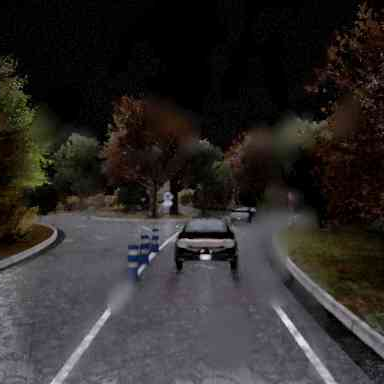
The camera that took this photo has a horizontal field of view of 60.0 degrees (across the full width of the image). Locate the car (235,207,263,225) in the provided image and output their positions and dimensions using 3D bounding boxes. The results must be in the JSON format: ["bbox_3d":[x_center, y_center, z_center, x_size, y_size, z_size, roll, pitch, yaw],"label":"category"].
[{"bbox_3d":[5.016,2.069,29.928,2.128,1.511,4.902,-1,-2,27],"label":"car"}]

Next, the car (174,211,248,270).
[{"bbox_3d":[0.519,1.584,11.332,2.128,1.511,4.902,0,-1,4],"label":"car"}]
